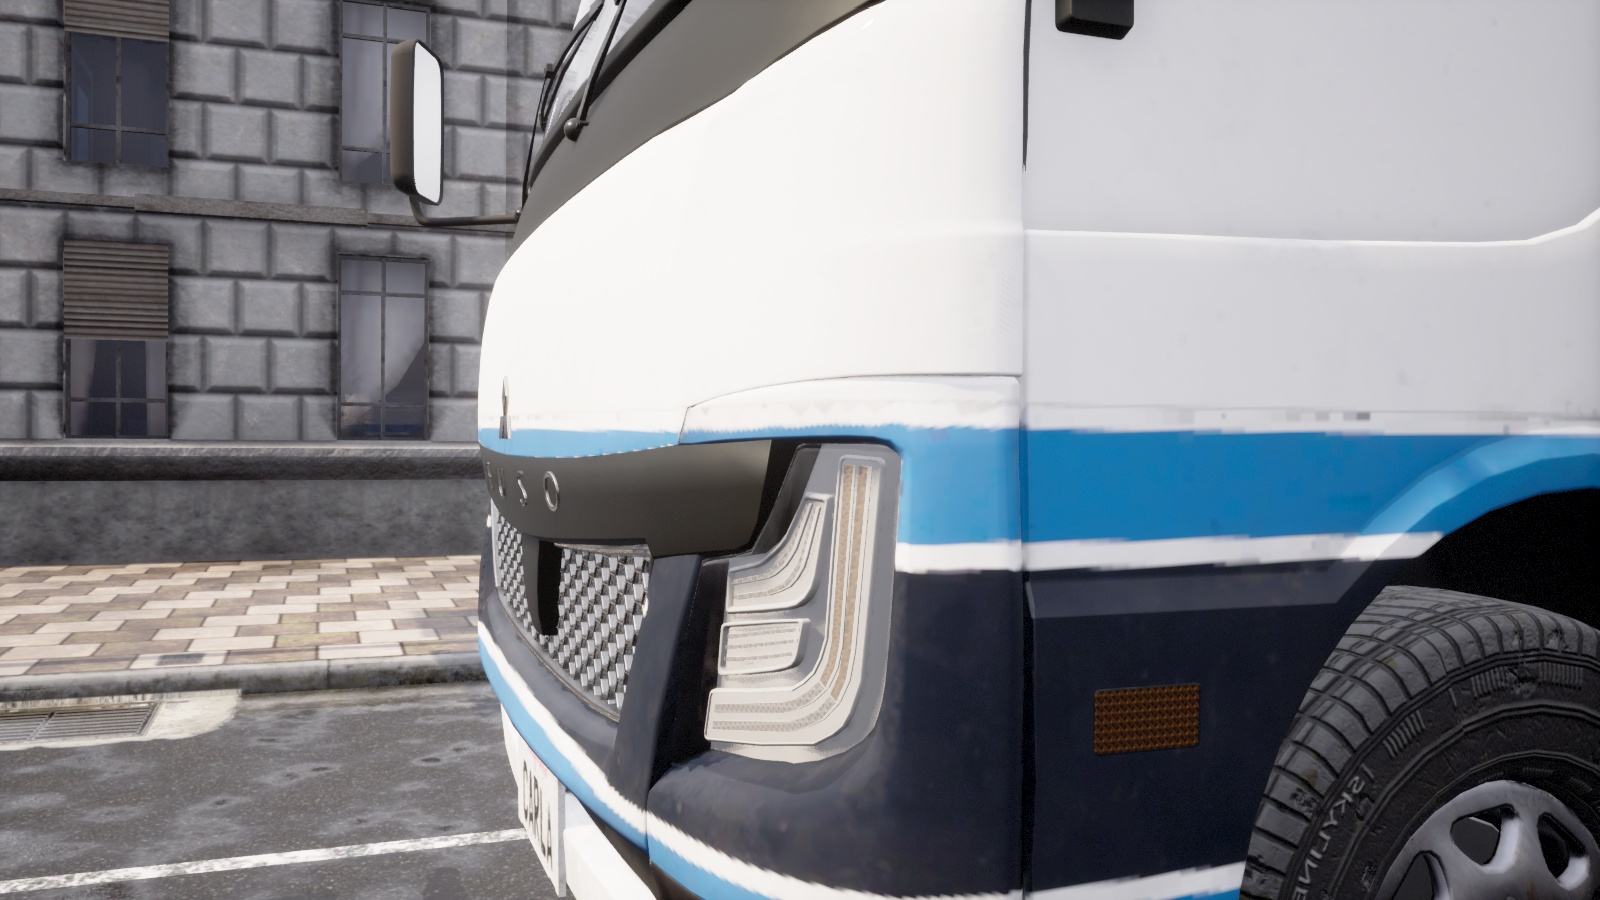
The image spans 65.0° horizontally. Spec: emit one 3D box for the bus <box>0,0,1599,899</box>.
[{"bbox_3d":[3.496,-0.691,4.578,10.273,4.253,3.944,-1,1,-21],"label":"bus"}]
